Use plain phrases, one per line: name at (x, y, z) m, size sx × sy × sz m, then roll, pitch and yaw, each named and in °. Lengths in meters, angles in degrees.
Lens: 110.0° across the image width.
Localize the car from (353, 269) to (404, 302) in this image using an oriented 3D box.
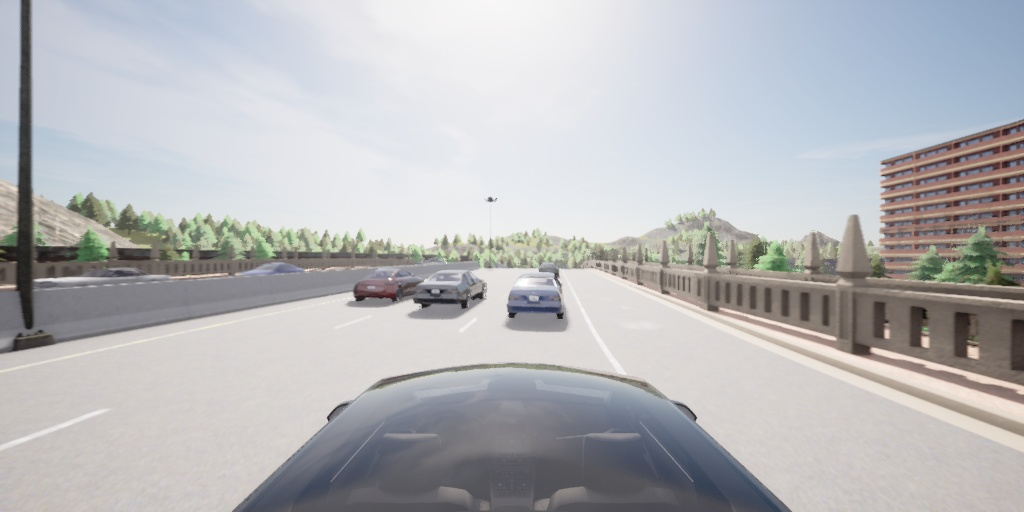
car at (-5.621, 1.283, 16.888) m, size 1.994 × 1.385 × 4.181 m, roll 0°, pitch 0°, yaw 6°

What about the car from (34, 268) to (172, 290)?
car at (-19.883, 1.250, 17.518) m, size 1.895 × 1.301 × 4.718 m, roll 0°, pitch 0°, yaw 7°

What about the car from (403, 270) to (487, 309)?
car at (-2.366, 1.283, 14.930) m, size 2.033 × 1.411 × 5.357 m, roll 0°, pitch 0°, yaw 7°

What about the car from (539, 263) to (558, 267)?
car at (3.579, 1.323, 35.100) m, size 1.994 × 1.385 × 4.181 m, roll 0°, pitch 0°, yaw 7°

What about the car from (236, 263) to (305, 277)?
car at (-15.638, 1.194, 23.526) m, size 1.812 × 1.442 × 4.674 m, roll 0°, pitch 0°, yaw 7°

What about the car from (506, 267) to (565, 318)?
car at (0.938, 1.299, 13.111) m, size 2.033 × 1.411 × 5.357 m, roll 0°, pitch 0°, yaw 7°

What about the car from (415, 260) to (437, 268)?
car at (-14.550, 1.387, 61.024) m, size 2.033 × 1.411 × 5.357 m, roll 0°, pitch -2°, yaw 7°

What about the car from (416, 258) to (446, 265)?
car at (-9.592, 1.045, 44.023) m, size 2.097 × 1.767 × 4.553 m, roll 0°, pitch 0°, yaw 7°
